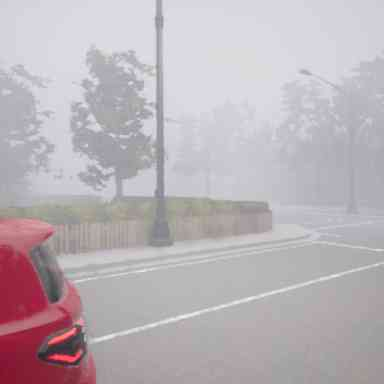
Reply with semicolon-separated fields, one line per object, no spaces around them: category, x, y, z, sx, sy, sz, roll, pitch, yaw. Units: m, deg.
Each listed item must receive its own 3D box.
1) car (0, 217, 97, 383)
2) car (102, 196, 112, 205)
car;-3.323;1.234;1.598;5.566;2.045;2.150;0;0;-35
car;-13.881;1.372;52.225;2.128;1.511;4.902;0;0;-36
